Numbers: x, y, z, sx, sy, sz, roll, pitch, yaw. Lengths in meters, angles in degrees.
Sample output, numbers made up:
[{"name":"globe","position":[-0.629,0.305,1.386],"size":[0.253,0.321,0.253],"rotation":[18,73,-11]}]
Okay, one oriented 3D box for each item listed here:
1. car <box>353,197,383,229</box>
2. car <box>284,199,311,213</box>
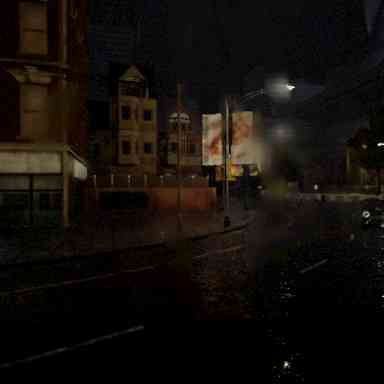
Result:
[{"name":"car","position":[11.150,1.234,20.177],"size":[2.097,1.767,4.553],"rotation":[0,0,19]},{"name":"car","position":[10.767,1.399,34.069],"size":[1.994,1.385,4.181],"rotation":[0,0,4]}]
